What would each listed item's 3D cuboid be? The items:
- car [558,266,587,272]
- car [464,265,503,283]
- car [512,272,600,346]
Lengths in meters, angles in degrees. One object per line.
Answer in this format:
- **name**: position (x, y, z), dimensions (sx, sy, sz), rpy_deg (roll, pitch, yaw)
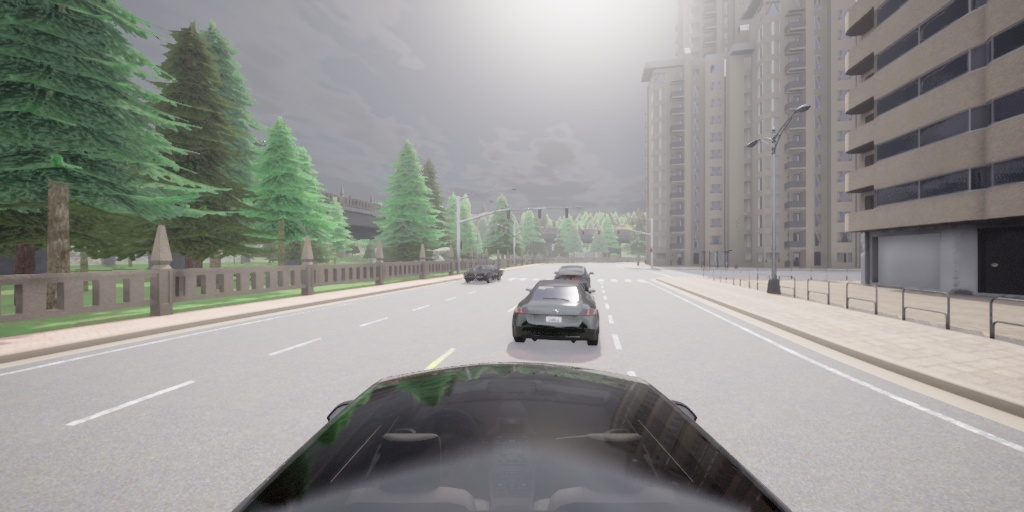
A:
- **car**: position (3.298, 1.252, 19.332), dimensions (1.837, 1.490, 4.892), rpy_deg (0, 0, 12)
- **car**: position (-2.118, 1.378, 27.656), dimensions (1.895, 1.301, 4.718), rpy_deg (0, 0, 13)
- **car**: position (1.262, 1.313, 9.559), dimensions (1.994, 1.385, 4.181), rpy_deg (0, 0, 11)
